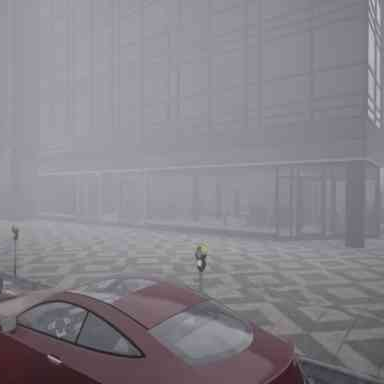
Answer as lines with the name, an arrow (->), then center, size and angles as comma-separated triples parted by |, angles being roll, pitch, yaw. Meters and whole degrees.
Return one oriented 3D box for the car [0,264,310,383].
car -> -0.922, 1.582, 3.625 | 4.206, 1.307, 1.802 | 0, 0, 36
